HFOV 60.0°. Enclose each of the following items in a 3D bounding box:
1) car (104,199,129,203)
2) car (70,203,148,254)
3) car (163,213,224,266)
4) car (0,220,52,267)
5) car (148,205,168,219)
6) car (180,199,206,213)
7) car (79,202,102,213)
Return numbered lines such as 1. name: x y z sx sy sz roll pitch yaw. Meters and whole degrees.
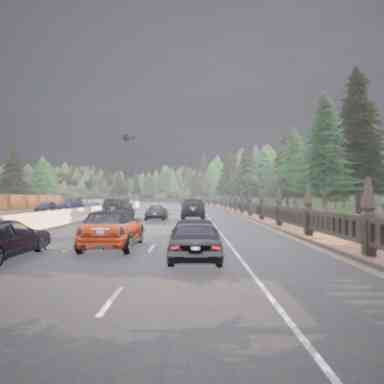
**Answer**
1. car: -6.907 1.639 31.254 2.150 2.045 5.566 0 -1 0
2. car: -3.403 1.546 14.461 2.097 1.767 4.553 0 -1 0
3. car: 0.099 1.710 12.089 2.033 1.411 5.357 0 -1 0
4. car: -6.903 1.705 11.693 2.033 1.411 5.357 0 -1 0
5. car: -3.407 1.997 32.460 1.994 1.385 4.181 0 -1 0
6. car: 0.094 1.638 31.221 2.150 2.045 5.566 0 -1 0
7. car: -14.093 2.147 46.572 1.812 1.442 4.674 0 -1 0
